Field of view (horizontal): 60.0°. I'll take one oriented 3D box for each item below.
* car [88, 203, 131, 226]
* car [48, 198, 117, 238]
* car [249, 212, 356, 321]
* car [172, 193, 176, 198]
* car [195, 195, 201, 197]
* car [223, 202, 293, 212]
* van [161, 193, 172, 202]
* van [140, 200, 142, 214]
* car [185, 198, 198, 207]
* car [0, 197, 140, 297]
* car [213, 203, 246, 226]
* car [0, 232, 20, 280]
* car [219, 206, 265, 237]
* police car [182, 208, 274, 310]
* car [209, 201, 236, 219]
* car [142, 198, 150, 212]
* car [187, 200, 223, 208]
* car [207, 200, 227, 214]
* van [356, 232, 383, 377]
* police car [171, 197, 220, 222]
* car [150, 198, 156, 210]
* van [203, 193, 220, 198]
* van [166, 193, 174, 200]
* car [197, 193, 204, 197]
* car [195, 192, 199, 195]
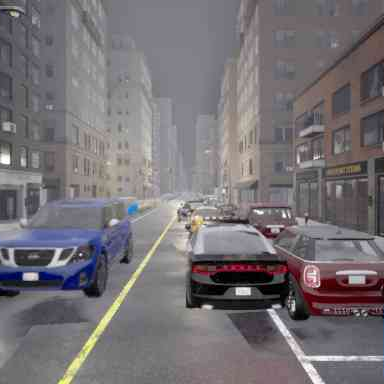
[{"bbox_3d":[-5.890,1.549,24.288,2.008,1.369,4.403,0,0,0],"label":"car"},{"bbox_3d":[-5.883,1.314,18.620,2.192,1.841,5.009,0,0,0],"label":"car"},{"bbox_3d":[2.658,1.440,7.305,1.967,1.590,4.097,0,0,0],"label":"car"},{"bbox_3d":[-5.969,1.249,85.330,2.192,1.841,5.009,0,0,0],"label":"car"},{"bbox_3d":[-0.049,1.515,42.138,1.812,1.442,4.674,0,0,0],"label":"car"},{"bbox_3d":[2.650,1.314,12.974,2.192,1.841,5.009,0,0,0],"label":"car"},{"bbox_3d":[-5.954,1.292,74.157,1.690,1.788,3.998,0,0,0],"label":"van"},{"bbox_3d":[-5.898,1.339,29.956,1.690,1.788,3.998,0,0,0],"label":"van"},{"bbox_3d":[-0.067,1.579,51.555,1.895,1.301,4.718,0,0,0],"label":"car"},{"bbox_3d":[-3.012,1.221,8.964,2.150,2.045,5.566,0,0,0],"label":"car"},{"bbox_3d":[2.635,1.564,24.312,1.947,1.339,4.313,0,0,0],"label":"car"},{"bbox_3d":[-5.867,1.525,7.114,1.752,1.417,4.829,0,0,0],"label":"car"},{"bbox_3d":[2.643,1.565,18.644,1.947,1.339,4.313,0,0,0],"label":"car"},{"bbox_3d":[0.786,1.425,8.038,1.930,1.638,5.238,0,0,-1],"label":"police car"},{"bbox_3d":[2.628,1.549,29.981,2.008,1.369,4.403,0,0,0],"label":"car"},{"bbox_3d":[-5.904,1.520,35.455,1.752,1.417,4.829,0,0,0],"label":"car"},{"bbox_3d":[0.763,1.455,18.133,1.801,1.575,5.366,0,0,0],"label":"car"},{"bbox_3d":[2.621,1.577,35.651,1.802,1.307,4.206,0,0,0],"label":"car"},{"bbox_3d":[2.665,1.341,1.635,1.690,1.788,3.998,0,0,0],"label":"van"},{"bbox_3d":[0.242,1.423,23.959,1.930,1.638,5.238,0,0,-17],"label":"police car"},{"bbox_3d":[-5.912,1.515,41.125,1.752,1.417,4.829,0,0,0],"label":"car"},{"bbox_3d":[2.614,1.331,41.321,1.690,1.788,3.998,0,0,0],"label":"van"},{"bbox_3d":[-5.976,1.265,90.915,1.690,1.788,3.998,0,0,0],"label":"van"},{"bbox_3d":[2.571,1.391,74.186,1.967,1.590,4.097,0,0,0],"label":"car"},{"bbox_3d":[2.557,1.249,85.356,2.192,1.841,5.009,0,0,0],"label":"car"}]
